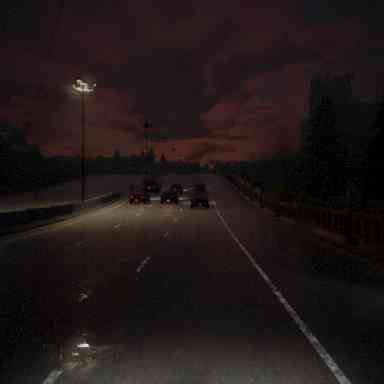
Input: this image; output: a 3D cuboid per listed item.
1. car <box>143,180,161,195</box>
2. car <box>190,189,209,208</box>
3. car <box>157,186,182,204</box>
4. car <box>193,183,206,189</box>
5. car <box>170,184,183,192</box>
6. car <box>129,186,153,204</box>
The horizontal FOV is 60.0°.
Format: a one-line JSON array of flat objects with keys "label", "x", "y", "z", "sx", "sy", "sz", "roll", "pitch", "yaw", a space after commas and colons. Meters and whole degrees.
[{"label": "car", "x": -5.900, "y": -0.801, "z": 48.797, "sx": 2.150, "sy": 2.045, "sz": 5.566, "roll": 0, "pitch": 7, "yaw": 1}, {"label": "car", "x": 0.812, "y": 0.841, "z": 34.993, "sx": 1.812, "sy": 1.442, "sz": 4.674, "roll": 0, "pitch": 4, "yaw": 1}, {"label": "car", "x": -2.592, "y": 0.479, "z": 39.298, "sx": 1.837, "sy": 1.490, "sz": 4.892, "roll": 0, "pitch": 5, "yaw": 1}, {"label": "car", "x": 1.097, "y": -0.526, "z": 48.624, "sx": 2.128, "sy": 1.511, "sz": 4.902, "roll": 0, "pitch": 7, "yaw": 1}, {"label": "car", "x": -2.381, "y": -0.559, "z": 49.611, "sx": 1.994, "sy": 1.385, "sz": 4.181, "roll": 0, "pitch": 7, "yaw": 1}, {"label": "car", "x": -6.095, "y": 0.532, "z": 38.994, "sx": 1.812, "sy": 1.442, "sz": 4.674, "roll": 0, "pitch": 5, "yaw": 1}]
